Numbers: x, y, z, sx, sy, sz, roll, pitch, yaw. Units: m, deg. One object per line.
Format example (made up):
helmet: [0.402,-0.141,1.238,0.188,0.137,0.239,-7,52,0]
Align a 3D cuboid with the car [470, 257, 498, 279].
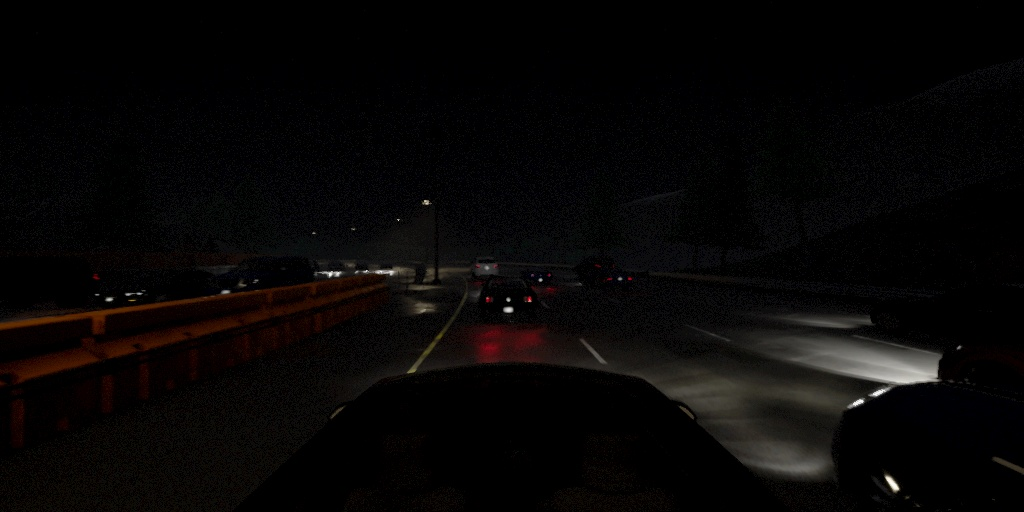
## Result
car: [-2.706,1.108,34.350,2.150,2.045,5.566,0,0,-11]

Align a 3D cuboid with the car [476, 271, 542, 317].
car: [-0.221,1.399,13.439,1.895,1.301,4.718,0,0,-3]

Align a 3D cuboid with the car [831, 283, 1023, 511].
car: [3.565,1.097,0.911,2.097,1.767,4.553,0,0,0]

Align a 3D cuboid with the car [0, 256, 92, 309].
car: [-17.884,1.021,12.327,2.150,2.045,5.566,0,0,-3]

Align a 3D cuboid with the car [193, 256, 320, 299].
car: [-11.176,1.036,16.500,2.150,2.045,5.566,0,0,-5]

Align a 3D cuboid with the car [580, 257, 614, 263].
car: [7.935,1.105,34.424,2.150,2.045,5.566,0,0,-10]

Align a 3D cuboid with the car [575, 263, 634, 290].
car: [5.979,1.384,23.243,2.033,1.411,5.357,0,0,-6]

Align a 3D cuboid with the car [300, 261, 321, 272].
car: [-29.546,1.495,52.681,1.812,1.442,4.674,0,0,-19]

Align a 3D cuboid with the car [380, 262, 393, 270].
car: [-19.840,1.584,56.786,1.895,1.301,4.718,0,0,-19]

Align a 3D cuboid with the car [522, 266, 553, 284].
car: [1.780,1.460,28.360,1.895,1.301,4.718,0,0,-8]

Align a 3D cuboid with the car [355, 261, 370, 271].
car: [-23.070,1.526,55.439,2.033,1.411,5.357,0,0,-19]

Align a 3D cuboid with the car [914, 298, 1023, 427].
car: [7.045,1.319,3.285,1.994,1.385,4.181,0,0,-1]

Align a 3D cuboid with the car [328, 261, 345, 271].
car: [-26.078,1.462,53.379,2.128,1.511,4.902,0,0,-19]

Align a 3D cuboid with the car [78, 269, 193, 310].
car: [-14.603,1.316,15.245,1.837,1.490,4.892,0,0,-5]

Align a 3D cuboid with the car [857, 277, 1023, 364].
car: [10.484,1.296,7.581,1.812,1.442,4.674,0,0,-1]
